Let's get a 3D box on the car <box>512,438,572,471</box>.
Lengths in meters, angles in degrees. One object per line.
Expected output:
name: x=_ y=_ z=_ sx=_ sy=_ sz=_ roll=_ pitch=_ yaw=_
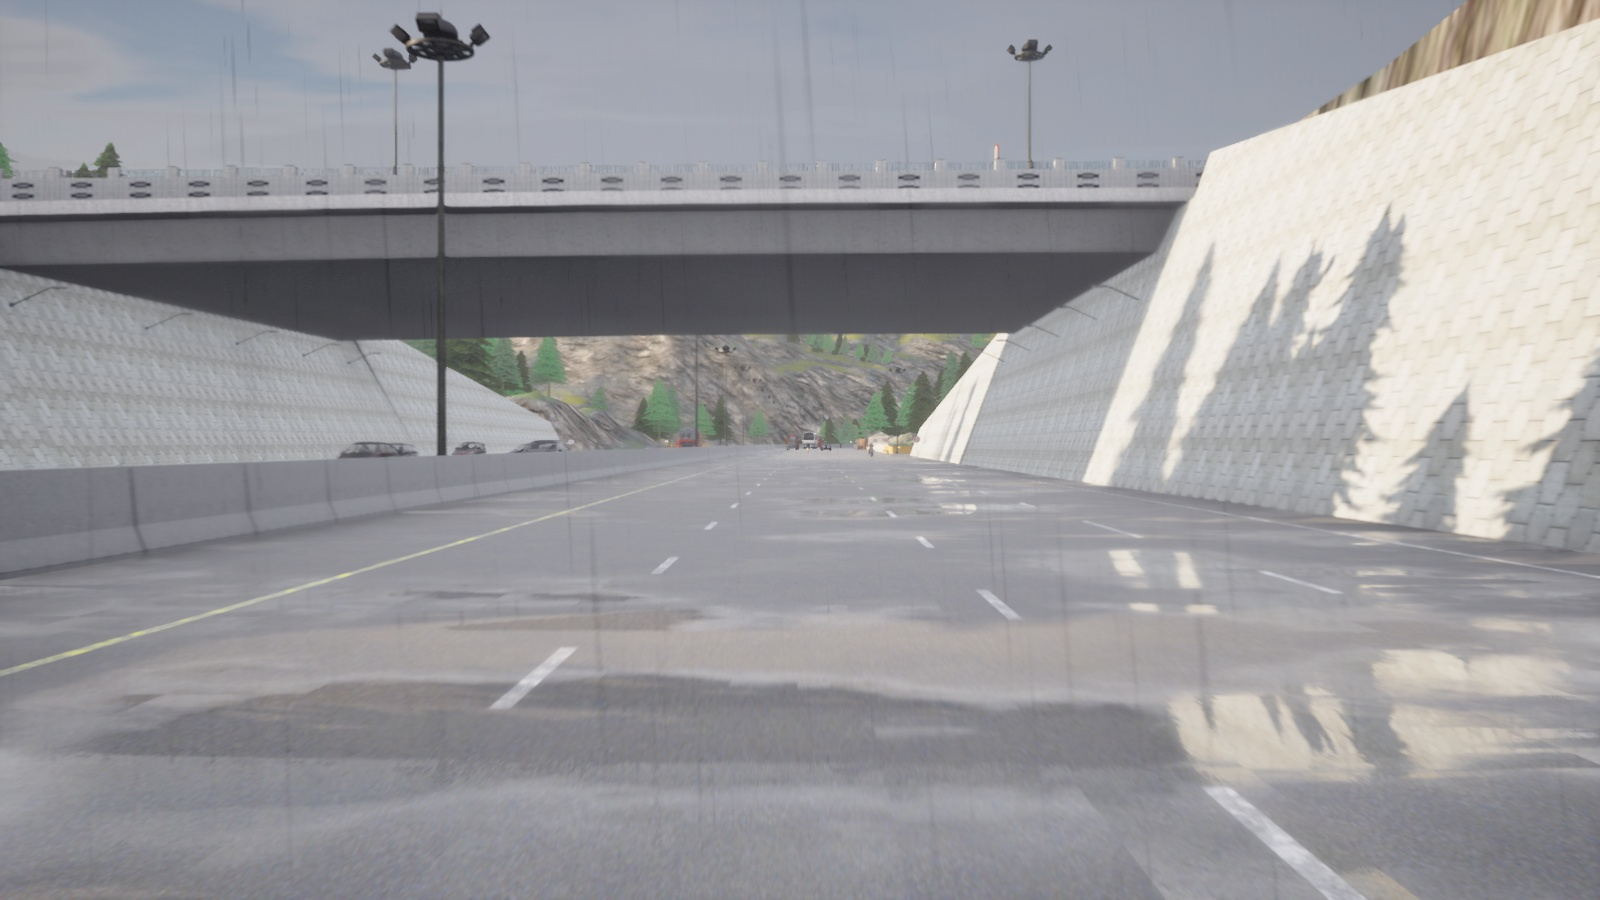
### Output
car: x=-13.606 y=0.210 z=66.468 sx=2.242 sy=1.667 sz=4.611 roll=0 pitch=0 yaw=0

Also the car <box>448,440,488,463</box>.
car: x=-23.945 y=0.120 z=90.673 sx=1.851 sy=1.617 sz=3.988 roll=0 pitch=0 yaw=0

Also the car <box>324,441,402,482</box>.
car: x=-17.203 y=0.435 z=49.583 sx=1.789 sy=1.549 sz=3.705 roll=0 pitch=0 yaw=0

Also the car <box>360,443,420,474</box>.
car: x=-20.626 y=0.391 z=63.287 sx=1.845 sy=1.501 sz=3.633 roll=0 pitch=0 yaw=0
